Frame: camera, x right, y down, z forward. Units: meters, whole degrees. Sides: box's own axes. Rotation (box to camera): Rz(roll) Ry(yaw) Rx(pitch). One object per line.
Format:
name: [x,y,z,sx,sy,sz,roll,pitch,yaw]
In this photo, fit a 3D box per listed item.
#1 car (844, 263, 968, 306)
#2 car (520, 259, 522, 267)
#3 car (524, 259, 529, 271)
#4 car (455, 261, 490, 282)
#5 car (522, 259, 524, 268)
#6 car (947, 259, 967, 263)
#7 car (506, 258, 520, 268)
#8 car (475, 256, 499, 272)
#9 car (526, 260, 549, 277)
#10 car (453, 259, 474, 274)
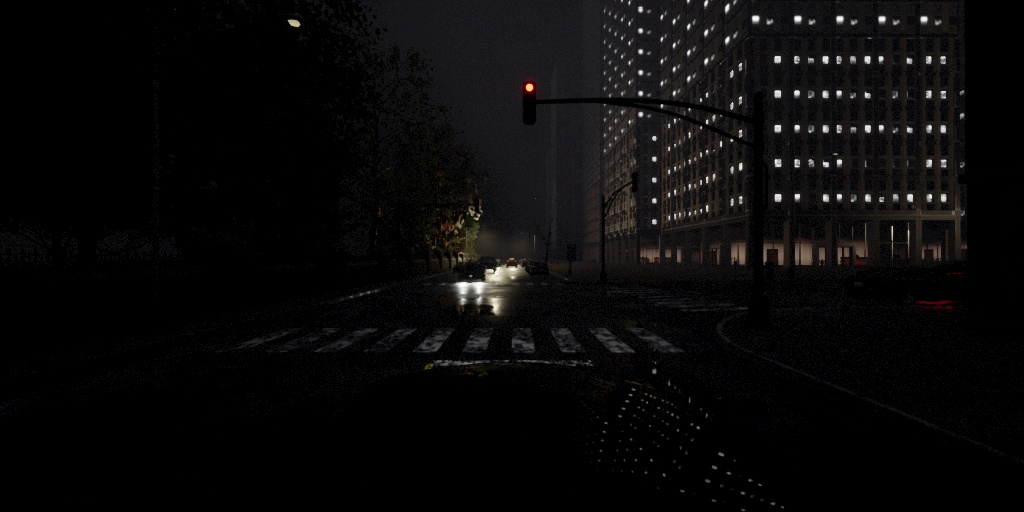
car: [14.681,1.026,13.052,4.313,1.339,1.948,0,0,0]
car: [2.669,1.337,63.794,1.888,1.381,4.507,0,0,0]
car: [2.676,1.334,41.264,1.948,1.339,4.313,0,0,0]
car: [-3.114,1.323,28.787,1.994,1.385,4.181,0,0,-1]
car: [2.674,1.339,46.896,1.948,1.339,4.313,0,0,0]
car: [21.082,0.868,15.689,4.892,1.490,1.837,-1,0,0]
car: [-0.021,1.267,62.083,1.882,1.535,5.008,0,0,0]
car: [-3.124,0.993,45.724,2.150,2.045,5.566,0,0,0]
car: [2.677,1.330,35.631,1.948,1.339,4.313,0,0,0]
car: [-5.705,1.350,41.261,1.802,1.307,4.207,0,0,0]
